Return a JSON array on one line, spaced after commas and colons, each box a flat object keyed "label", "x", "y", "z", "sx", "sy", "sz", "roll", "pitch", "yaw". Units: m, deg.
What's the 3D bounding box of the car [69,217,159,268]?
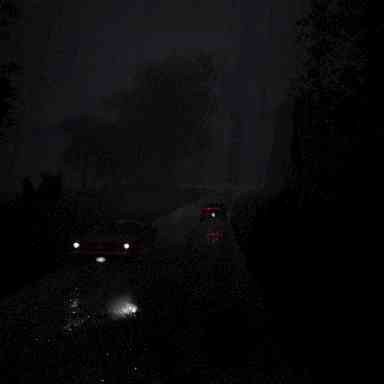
[{"label": "car", "x": -2.422, "y": 1.579, "z": 11.475, "sx": 1.895, "sy": 1.301, "sz": 4.718, "roll": 1, "pitch": 0, "yaw": 3}]

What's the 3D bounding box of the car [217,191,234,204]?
[{"label": "car", "x": 4.229, "y": 0.651, "z": 42.712, "sx": 2.128, "sy": 1.511, "sz": 4.902, "roll": 1, "pitch": 3, "yaw": 10}]

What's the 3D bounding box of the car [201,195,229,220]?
[{"label": "car", "x": 1.766, "y": 1.298, "z": 25.884, "sx": 1.837, "sy": 1.490, "sz": 4.892, "roll": 0, "pitch": 1, "yaw": 6}]
